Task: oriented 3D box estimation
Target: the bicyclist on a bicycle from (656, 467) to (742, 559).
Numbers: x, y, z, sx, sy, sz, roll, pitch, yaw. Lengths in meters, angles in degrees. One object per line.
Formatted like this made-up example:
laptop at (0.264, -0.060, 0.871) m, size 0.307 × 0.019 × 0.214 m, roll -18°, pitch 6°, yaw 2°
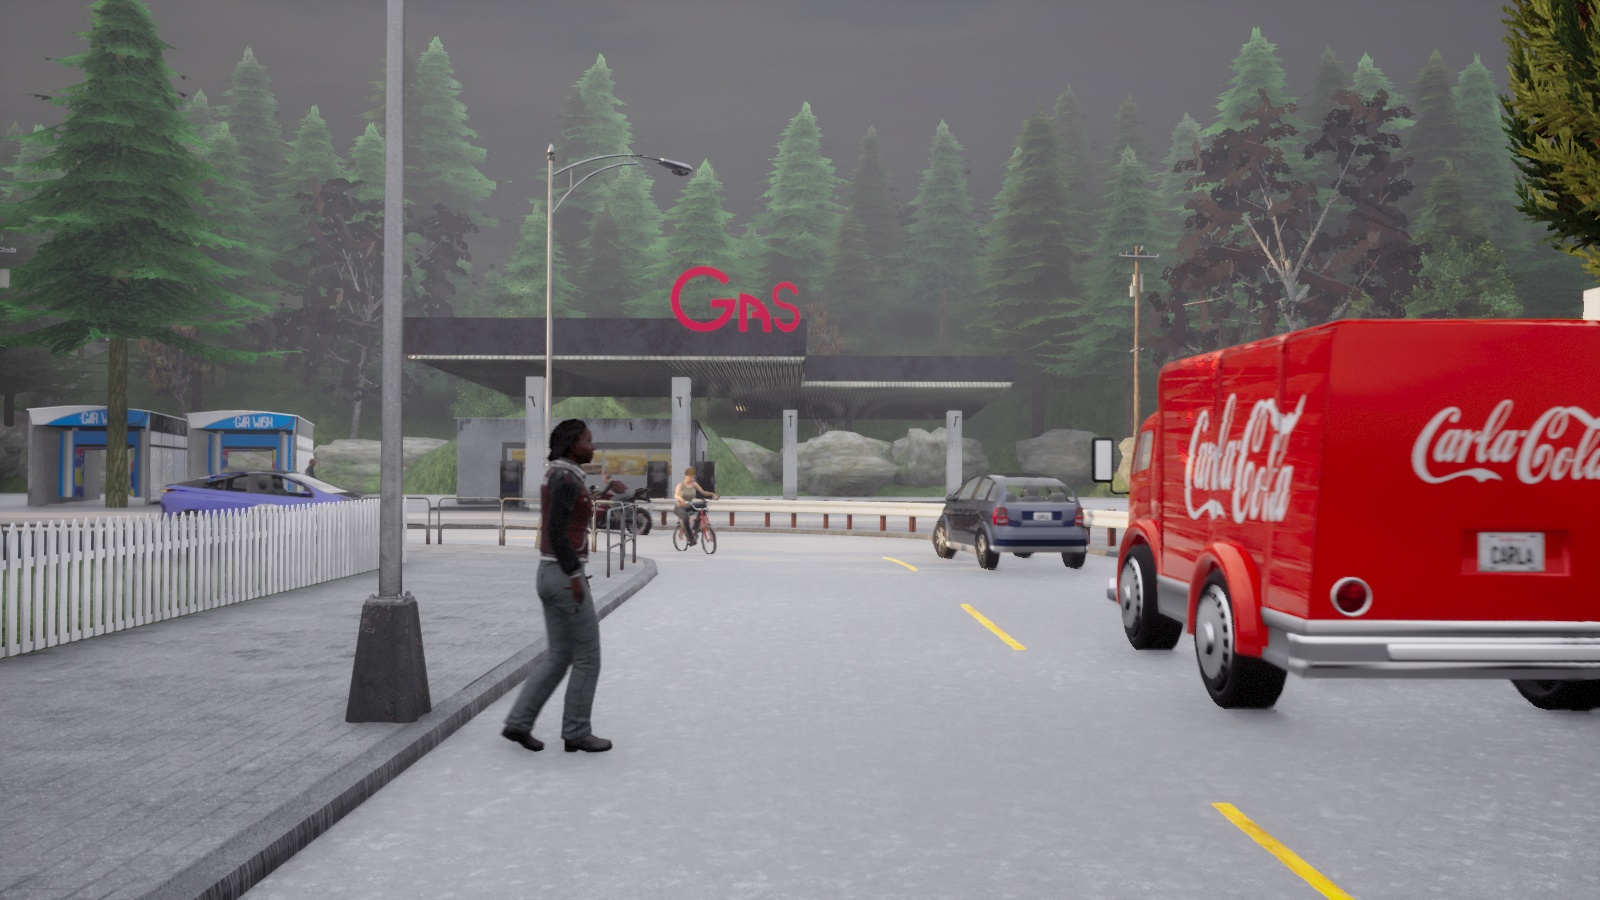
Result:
bicyclist on a bicycle at (-1.904, 1.154, 23.515) m, size 0.866 × 1.612 × 1.509 m, roll -3°, pitch 1°, yaw -37°

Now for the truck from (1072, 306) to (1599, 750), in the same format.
truck at (3.977, 0.473, 9.609) m, size 2.627 × 2.467 × 5.204 m, roll 0°, pitch -1°, yaw 0°

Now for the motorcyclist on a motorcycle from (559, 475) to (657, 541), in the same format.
motorcyclist on a motorcycle at (-4.639, 1.379, 30.407) m, size 2.191 × 1.530 × 0.866 m, roll -1°, pitch 0°, yaw 20°

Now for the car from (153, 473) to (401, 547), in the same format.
car at (-11.153, 1.259, 27.025) m, size 4.514 × 1.525 × 2.007 m, roll 0°, pitch -1°, yaw 0°

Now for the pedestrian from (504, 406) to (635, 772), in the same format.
pedestrian at (-1.276, 0.733, 6.917) m, size 0.666 × 1.930 × 0.402 m, roll 0°, pitch -1°, yaw -18°

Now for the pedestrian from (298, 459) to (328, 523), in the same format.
pedestrian at (-14.113, 1.191, 36.421) m, size 0.726 × 1.842 × 0.402 m, roll 0°, pitch -1°, yaw -4°

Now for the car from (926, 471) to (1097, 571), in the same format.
car at (3.505, 1.140, 21.475) m, size 1.789 × 1.549 × 3.705 m, roll 0°, pitch -1°, yaw -9°
